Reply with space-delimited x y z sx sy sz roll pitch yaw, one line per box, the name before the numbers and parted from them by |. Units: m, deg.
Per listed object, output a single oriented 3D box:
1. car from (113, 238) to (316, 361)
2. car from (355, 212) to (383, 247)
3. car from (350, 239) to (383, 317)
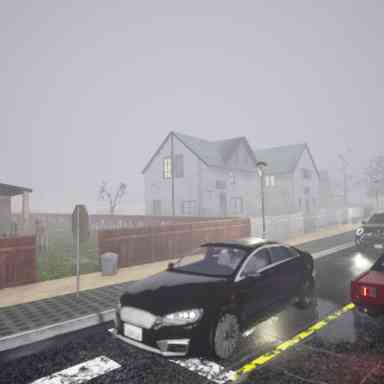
car | 0.784 1.719 6.485 2.128 1.511 4.902 -4 -4 41
car | 9.286 1.726 15.640 2.097 1.767 4.553 -4 -3 41
car | 5.009 1.707 6.807 1.895 1.301 4.718 -4 -4 45
